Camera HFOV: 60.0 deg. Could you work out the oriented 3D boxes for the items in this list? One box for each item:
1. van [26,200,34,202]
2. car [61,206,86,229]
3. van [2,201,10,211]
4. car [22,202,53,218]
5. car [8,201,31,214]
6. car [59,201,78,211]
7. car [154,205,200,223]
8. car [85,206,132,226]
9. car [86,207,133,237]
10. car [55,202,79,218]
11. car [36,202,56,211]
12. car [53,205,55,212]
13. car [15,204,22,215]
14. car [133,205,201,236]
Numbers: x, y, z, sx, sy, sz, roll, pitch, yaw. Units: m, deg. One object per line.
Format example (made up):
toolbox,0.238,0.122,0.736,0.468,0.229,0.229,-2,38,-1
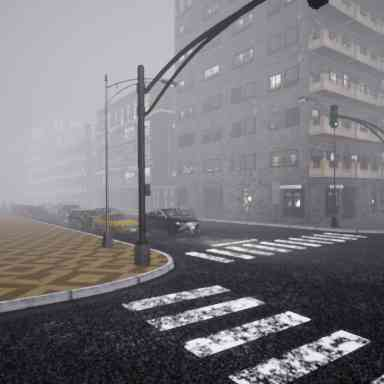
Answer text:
van,-41.615,2.833,85.121,1.690,1.788,3.998,-2,0,-36
car,-8.205,2.002,25.473,1.947,1.339,4.313,-2,0,-36
van,-31.636,2.434,57.374,1.690,1.788,3.998,-2,0,-36
car,-18.245,2.262,39.145,1.887,1.381,4.507,-2,0,-36
car,-24.937,2.450,48.259,1.887,1.381,4.507,-2,0,-36
car,-21.534,2.367,57.778,1.967,1.590,4.097,-2,0,-36
car,-1.452,1.916,30.434,2.008,1.369,4.403,-2,0,-36
car,-7.284,1.995,28.610,2.033,1.411,5.357,-1,-1,-37
car,-4.760,1.866,20.780,1.752,1.417,4.829,-2,0,-36
car,-13.238,2.119,36.741,1.837,1.490,4.892,-1,-1,-36
car,-26.440,2.520,60.116,2.128,1.511,4.902,-1,-1,-37
car,-20.507,2.426,52.029,1.994,1.385,4.181,-1,-1,-36
car,-21.590,2.393,43.702,1.802,1.307,4.206,-2,0,-36
car,-1.429,1.775,20.636,2.128,1.511,4.902,-1,-1,-36
